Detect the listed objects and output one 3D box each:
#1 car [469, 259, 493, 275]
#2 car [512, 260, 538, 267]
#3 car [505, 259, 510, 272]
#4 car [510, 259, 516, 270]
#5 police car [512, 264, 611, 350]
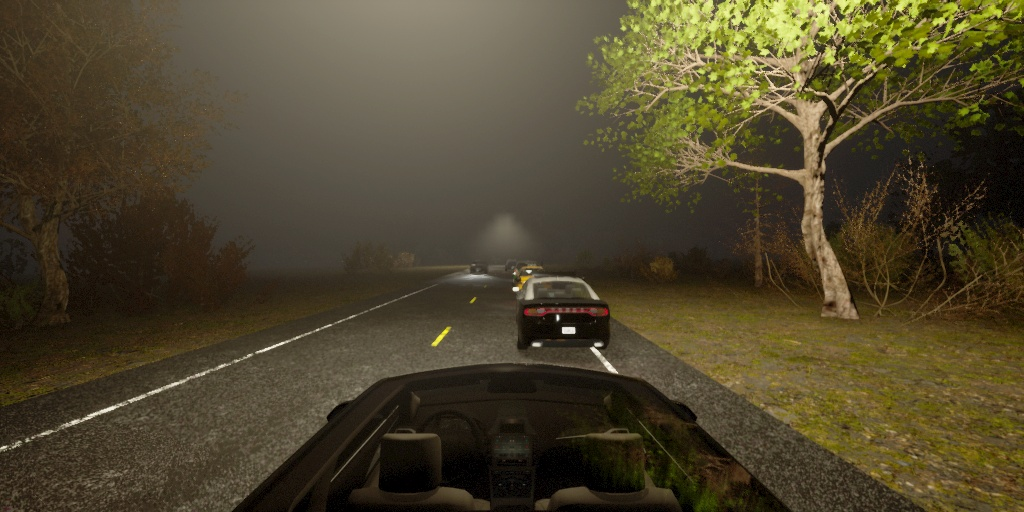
[{"bbox_3d":[-3.599,1.245,39.927,2.128,1.511,4.902,0,0,0],"label":"car"},{"bbox_3d":[1.049,1.208,19.312,1.801,1.575,5.366,0,0,0],"label":"car"},{"bbox_3d":[0.027,1.279,47.379,1.812,1.442,4.674,0,0,1],"label":"car"},{"bbox_3d":[1.049,1.104,25.092,2.097,1.767,4.553,0,0,0],"label":"car"},{"bbox_3d":[1.050,1.177,9.230,1.930,1.638,5.238,0,0,0],"label":"police car"}]
